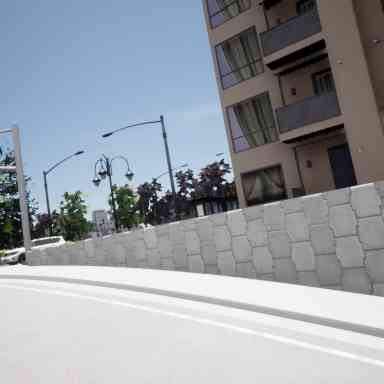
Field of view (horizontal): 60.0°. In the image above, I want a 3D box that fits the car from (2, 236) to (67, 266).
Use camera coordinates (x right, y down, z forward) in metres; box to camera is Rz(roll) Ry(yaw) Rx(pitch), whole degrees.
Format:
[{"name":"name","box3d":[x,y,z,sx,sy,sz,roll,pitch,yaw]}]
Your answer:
[{"name":"car","box3d":[-14.121,5.314,30.277,2.150,2.045,5.566,-14,-8,35]}]
